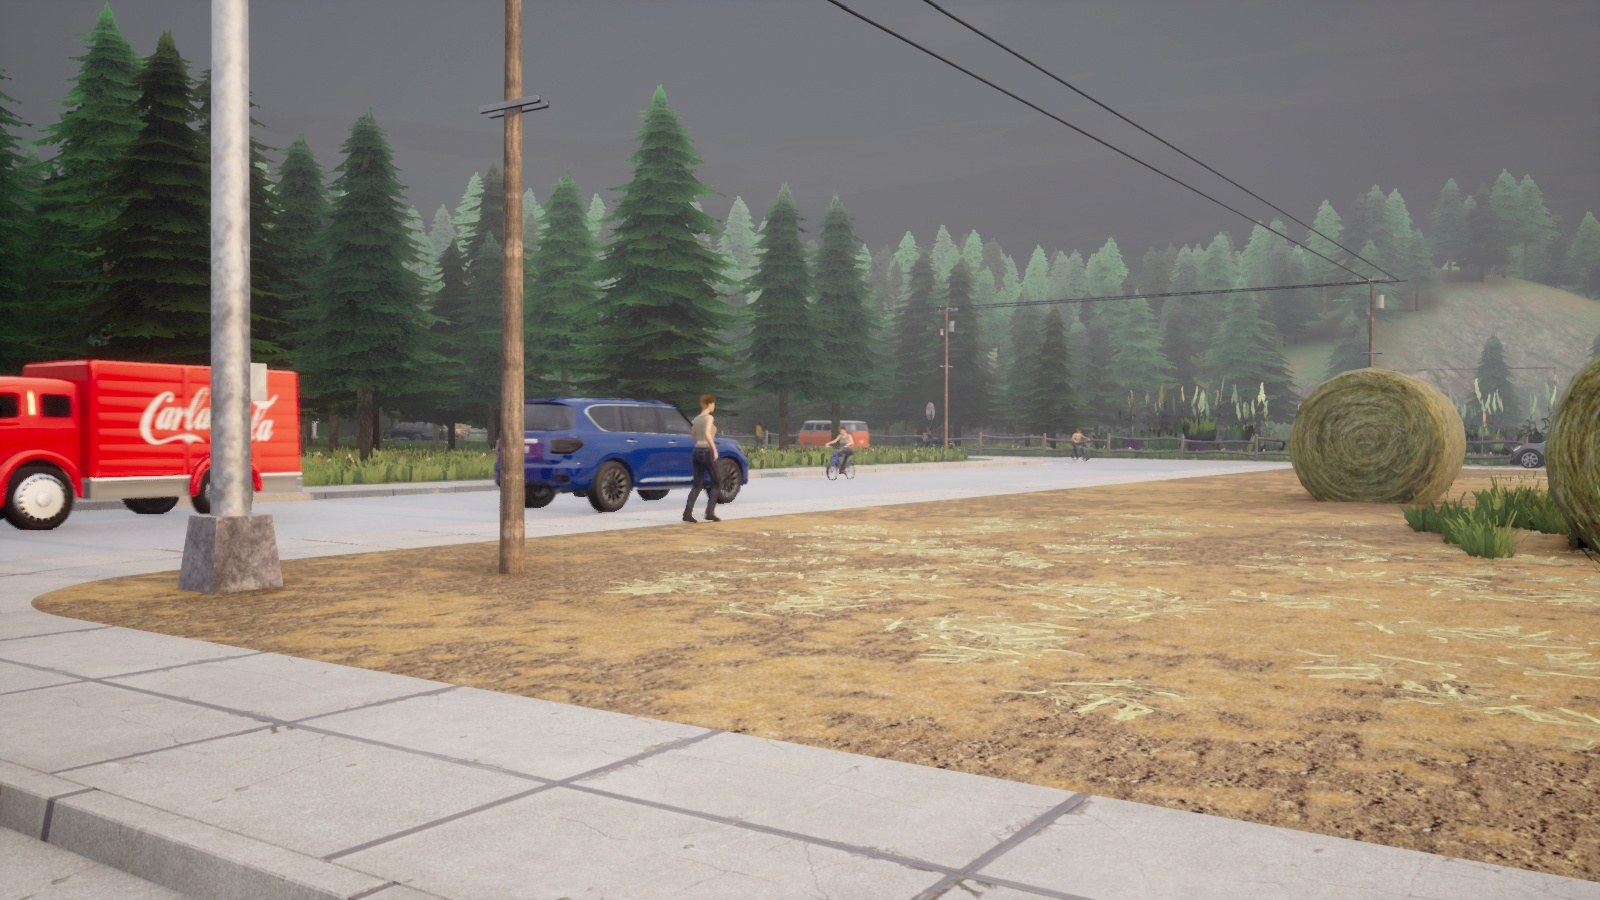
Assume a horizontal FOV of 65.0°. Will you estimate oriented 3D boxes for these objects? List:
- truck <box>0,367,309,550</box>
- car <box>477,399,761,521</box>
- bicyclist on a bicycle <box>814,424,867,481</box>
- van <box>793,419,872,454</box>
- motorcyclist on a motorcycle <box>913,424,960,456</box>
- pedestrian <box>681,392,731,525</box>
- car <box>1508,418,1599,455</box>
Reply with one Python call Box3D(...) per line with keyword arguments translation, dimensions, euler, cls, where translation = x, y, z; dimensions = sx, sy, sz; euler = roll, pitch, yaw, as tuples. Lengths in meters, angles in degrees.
Box3D(translation=(-10.721, 0.077, 19.420), dimensions=(2.627, 2.467, 5.204), euler=(0, 1, 35), cls="truck")
Box3D(translation=(-3.275, 0.113, 24.037), dimensions=(2.150, 2.045, 5.566), euler=(0, 1, 35), cls="car")
Box3D(translation=(1.189, 0.062, 36.669), dimensions=(0.866, 1.612, 1.509), euler=(0, 1, 34), cls="bicyclist on a bicycle")
Box3D(translation=(1.899, -0.798, 74.065), dimensions=(4.442, 1.987, 1.775), euler=(0, 1, 37), cls="van")
Box3D(translation=(7.128, -0.523, 65.717), dimensions=(2.350, 1.649, 0.766), euler=(0, 1, 37), cls="motorcyclist on a motorcycle")
Box3D(translation=(-1.325, 0.116, 17.679), dimensions=(0.594, 1.836, 0.345), euler=(-2, 1, -41), cls="pedestrian")
Box3D(translation=(31.404, -0.564, 51.545), dimensions=(3.806, 1.475, 1.970), euler=(0, 1, 38), cls="car")
